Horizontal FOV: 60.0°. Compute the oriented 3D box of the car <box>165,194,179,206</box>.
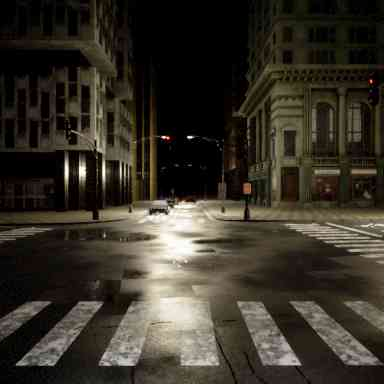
[{"bbox_3d":[-3.358,1.296,55.754,2.097,1.767,4.553,0,0,0],"label":"car"}]

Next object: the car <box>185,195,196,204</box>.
[{"bbox_3d":[-0.239,1.452,63.922,1.812,1.442,4.674,0,0,0],"label":"car"}]

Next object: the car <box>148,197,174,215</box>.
[{"bbox_3d":[-3.206,1.529,33.647,2.033,1.411,5.357,0,0,0],"label":"car"}]

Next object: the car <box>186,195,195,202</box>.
[{"bbox_3d":[-0.404,1.455,73.734,1.994,1.385,4.181,0,0,0],"label":"car"}]

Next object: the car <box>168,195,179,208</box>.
[{"bbox_3d":[-3.281,1.457,44.032,2.128,1.511,4.902,0,0,0],"label":"car"}]
